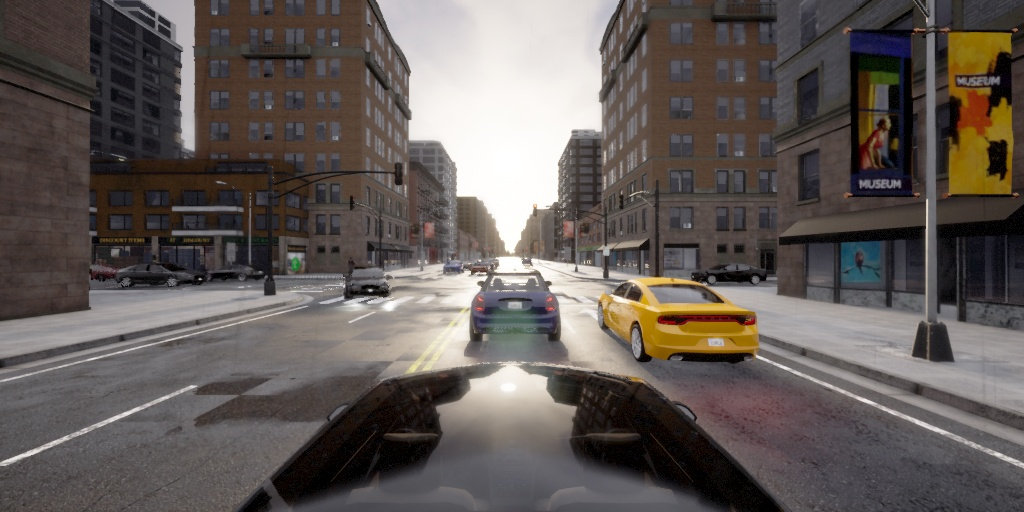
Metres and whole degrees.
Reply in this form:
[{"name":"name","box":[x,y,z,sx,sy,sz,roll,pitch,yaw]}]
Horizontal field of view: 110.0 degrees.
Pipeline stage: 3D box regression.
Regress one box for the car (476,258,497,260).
[{"name":"car","box":[-3.428,1.099,48.226,2.097,1.767,4.553,0,0,0]}]

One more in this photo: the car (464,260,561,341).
[{"name":"car","box":[0.076,1.102,10.009,2.097,1.767,4.553,0,0,0]}]

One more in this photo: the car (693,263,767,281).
[{"name":"car","box":[15.839,1.268,26.363,5.008,1.535,1.882,0,0,1]}]

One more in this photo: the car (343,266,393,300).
[{"name":"car","box":[-7.213,1.249,17.835,1.837,1.490,4.892,3,-1,-26]}]

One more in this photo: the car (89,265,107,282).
[{"name":"car","box":[-33.194,1.343,28.707,4.207,1.307,1.802,0,0,0]}]

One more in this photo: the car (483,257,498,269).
[{"name":"car","box":[-3.437,1.096,58.176,2.097,1.767,4.553,0,0,0]}]

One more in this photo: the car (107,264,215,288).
[{"name":"car","box":[-22.579,1.247,23.188,4.892,1.490,1.837,0,0,0]}]

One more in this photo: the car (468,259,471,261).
[{"name":"car","box":[-6.671,1.310,50.287,1.994,1.385,4.181,0,0,1]}]

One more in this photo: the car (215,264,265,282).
[{"name":"car","box":[-22.172,1.330,28.671,4.313,1.339,1.948,0,0,0]}]

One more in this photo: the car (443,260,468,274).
[{"name":"car","box":[-6.665,1.226,41.293,1.882,1.535,5.008,0,0,0]}]

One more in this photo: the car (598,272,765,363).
[{"name":"car","box":[3.314,1.228,8.209,1.882,1.535,5.008,0,0,1]}]

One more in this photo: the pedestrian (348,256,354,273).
[{"name":"pedestrian","box":[-14.194,0.920,31.521,0.375,1.860,0.375,0,0,0]}]

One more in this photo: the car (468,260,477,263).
[{"name":"car","box":[-3.415,1.350,39.319,1.895,1.301,4.718,0,0,0]}]
